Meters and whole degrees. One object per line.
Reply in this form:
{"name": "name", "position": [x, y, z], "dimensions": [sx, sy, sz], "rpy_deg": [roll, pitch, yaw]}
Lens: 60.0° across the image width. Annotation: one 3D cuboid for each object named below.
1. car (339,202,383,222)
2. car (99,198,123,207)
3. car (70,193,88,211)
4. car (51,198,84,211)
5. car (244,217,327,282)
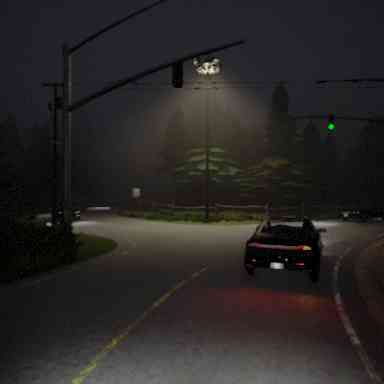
{"name": "car", "position": [13.867, 1.541, 26.610], "dimensions": [4.902, 1.511, 2.128], "rpy_deg": [0, 0, -30]}
{"name": "car", "position": [-11.797, 1.518, 48.660], "dimensions": [1.994, 1.385, 4.181], "rpy_deg": [0, 0, 16]}
{"name": "car", "position": [-13.254, 1.174, 36.993], "dimensions": [2.150, 2.045, 5.566], "rpy_deg": [0, 0, -3]}
{"name": "car", "position": [-10.286, 1.475, 27.028], "dimensions": [1.837, 1.490, 4.892], "rpy_deg": [0, 0, -26]}
{"name": "car", "position": [2.885, 1.500, 9.967], "dimensions": [2.128, 1.511, 4.902], "rpy_deg": [0, 0, 22]}
